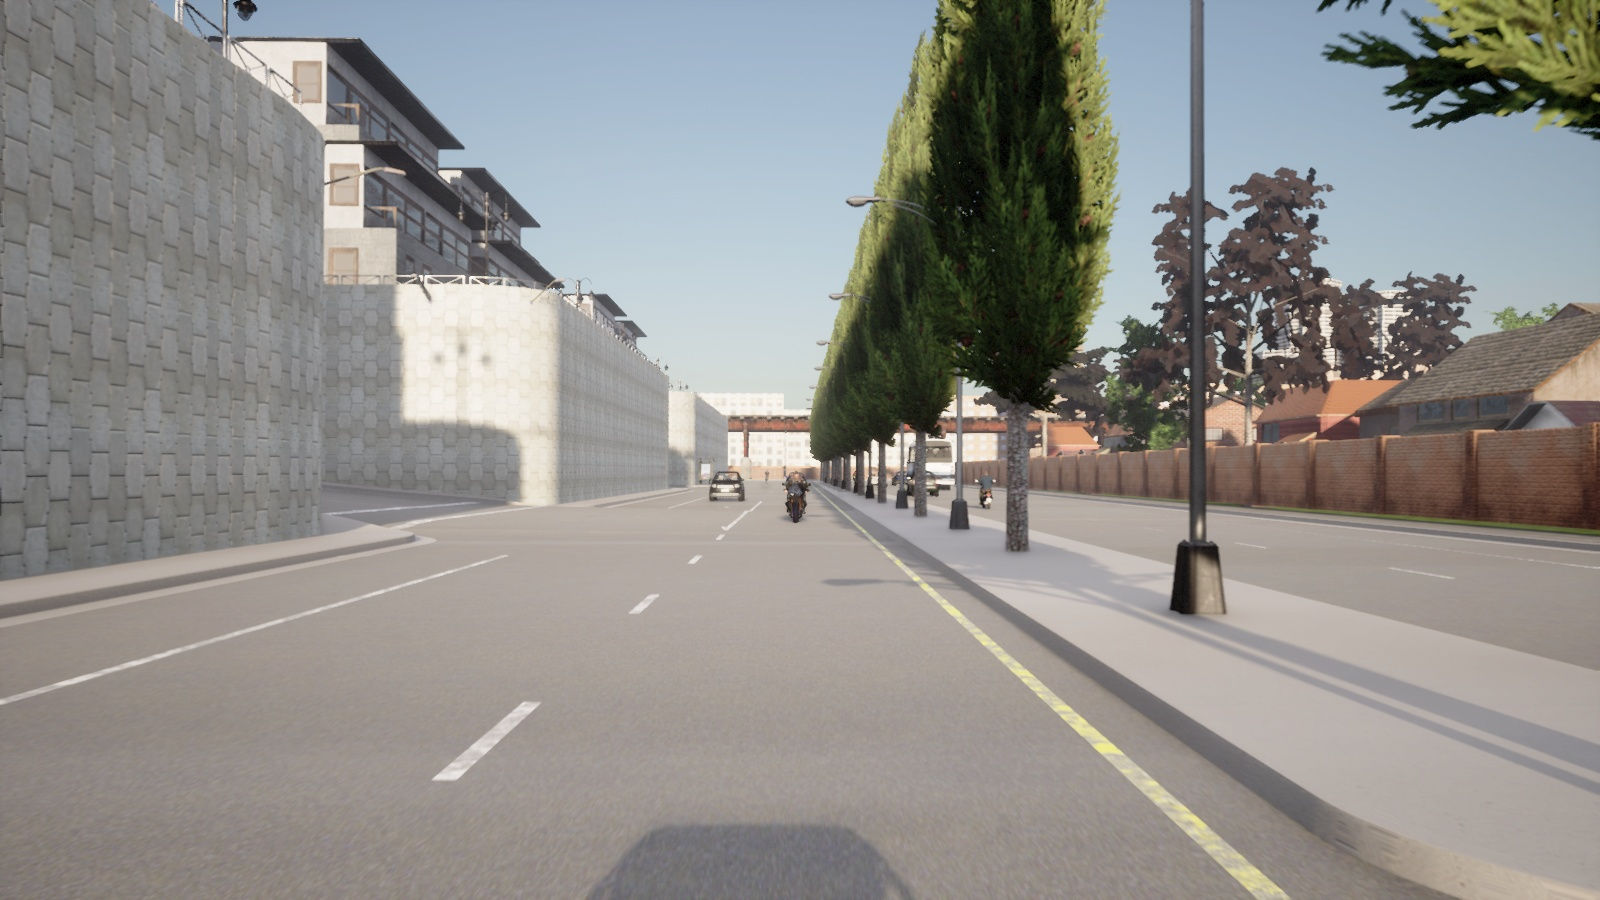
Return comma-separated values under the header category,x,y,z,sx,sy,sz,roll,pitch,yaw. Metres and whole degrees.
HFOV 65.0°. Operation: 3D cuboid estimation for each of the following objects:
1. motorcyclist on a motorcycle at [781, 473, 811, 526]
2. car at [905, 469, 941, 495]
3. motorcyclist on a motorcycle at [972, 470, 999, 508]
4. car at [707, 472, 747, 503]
category,x,y,z,sx,sy,sz,roll,pitch,yaw
motorcyclist on a motorcycle,-0.111,1.456,37.529,0.866,1.530,2.191,0,-1,0
car,7.758,2.016,79.738,1.851,1.617,3.988,0,-1,0
motorcyclist on a motorcycle,7.840,1.624,53.039,0.866,1.590,1.817,0,-1,0
car,-3.694,1.880,64.016,1.789,1.549,3.705,0,-1,0
